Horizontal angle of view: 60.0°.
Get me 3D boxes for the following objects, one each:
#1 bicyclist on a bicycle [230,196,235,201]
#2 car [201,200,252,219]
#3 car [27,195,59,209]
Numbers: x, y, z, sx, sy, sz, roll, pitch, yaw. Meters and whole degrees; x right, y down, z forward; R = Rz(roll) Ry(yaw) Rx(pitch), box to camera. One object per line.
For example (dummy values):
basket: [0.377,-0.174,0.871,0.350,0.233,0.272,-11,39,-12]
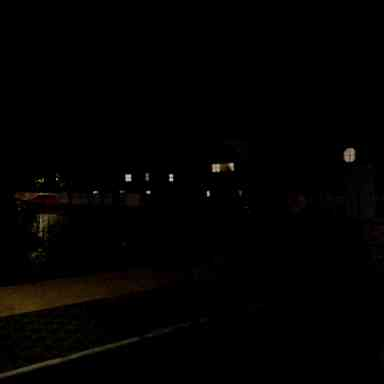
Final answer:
bicyclist on a bicycle: [3.991,1.191,32.996,0.582,1.620,1.656,0,3,38]
car: [2.995,1.512,29.890,4.902,1.511,2.128,1,3,39]
car: [-20.081,1.214,44.480,4.553,1.767,2.097,0,2,26]
